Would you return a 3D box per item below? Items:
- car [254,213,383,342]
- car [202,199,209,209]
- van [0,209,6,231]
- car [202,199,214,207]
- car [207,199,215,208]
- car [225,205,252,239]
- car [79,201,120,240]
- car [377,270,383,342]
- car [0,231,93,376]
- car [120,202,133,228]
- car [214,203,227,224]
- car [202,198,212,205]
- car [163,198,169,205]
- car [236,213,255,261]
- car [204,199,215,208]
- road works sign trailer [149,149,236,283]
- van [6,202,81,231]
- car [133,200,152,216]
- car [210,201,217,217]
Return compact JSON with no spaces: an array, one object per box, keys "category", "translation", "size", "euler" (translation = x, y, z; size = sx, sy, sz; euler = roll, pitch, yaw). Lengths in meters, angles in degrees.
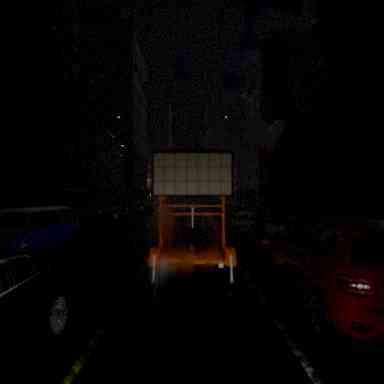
[{"category":"car","translation":[2.858,1.360,6.497],"size":[2.192,1.841,5.009],"euler":[-1,0,0]},{"category":"car","translation":[2.930,1.881,51.182],"size":[2.008,1.369,4.403],"euler":[-1,0,0]},{"category":"van","translation":[-5.673,1.386,6.509],"size":[1.690,1.788,3.998],"euler":[-1,0,0]},{"category":"car","translation":[2.948,1.961,62.353],"size":[1.947,1.339,4.313],"euler":[-1,0,0]},{"category":"car","translation":[2.904,1.777,34.424],"size":[2.008,1.369,4.403],"euler":[-1,0,0]},{"category":"car","translation":[2.878,1.645,17.837],"size":[1.752,1.417,4.829],"euler":[-1,0,0]},{"category":"car","translation":[-5.658,1.434,17.680],"size":[2.192,1.841,5.009],"euler":[-1,0,0]},{"category":"car","translation":[2.852,1.533,1.080],"size":[1.752,1.417,4.829],"euler":[-1,0,0]},{"category":"car","translation":[-2.996,1.519,3.864],"size":[2.128,1.511,4.902],"euler":[0,0,0]},{"category":"car","translation":[-5.649,1.595,23.265],"size":[1.967,1.590,4.097],"euler":[-1,0,0]},{"category":"car","translation":[2.887,1.721,23.253],"size":[1.947,1.339,4.313],"euler":[-1,0,0]},{"category":"car","translation":[2.956,2.010,67.939],"size":[1.802,1.307,4.206],"euler":[-1,0,0]},{"category":"car","translation":[-5.589,1.973,67.949],"size":[1.887,1.381,4.507],"euler":[-1,0,0]},{"category":"car","translation":[2.870,1.664,12.081],"size":[1.802,1.307,4.206],"euler":[-1,0,0]},{"category":"car","translation":[2.939,1.889,56.937],"size":[1.752,1.417,4.829],"euler":[-1,0,0]},{"category":"road works sign trailer","translation":[0.017,0.532,9.908],"size":[2.380,3.560,2.880],"euler":[0,0,0]},{"category":"van","translation":[-5.665,1.423,12.094],"size":[1.690,1.788,3.998],"euler":[-1,0,0]},{"category":"car","translation":[-5.635,1.667,34.436],"size":[1.967,1.590,4.097],"euler":[-1,0,0]},{"category":"car","translation":[2.896,1.757,28.838],"size":[1.947,1.339,4.313],"euler":[-1,0,0]}]
